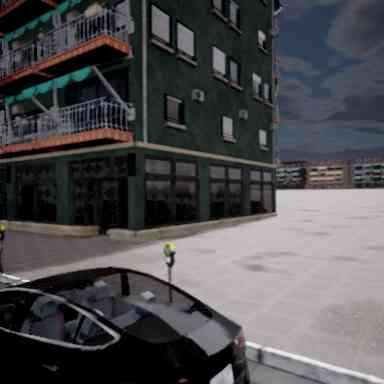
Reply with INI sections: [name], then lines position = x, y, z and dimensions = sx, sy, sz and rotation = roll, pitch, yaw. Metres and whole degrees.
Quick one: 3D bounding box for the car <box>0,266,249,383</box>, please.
[car]
position = -1.448, 1.589, 3.908
dimensions = 4.313, 1.339, 1.947
rotation = 0, 0, 35
